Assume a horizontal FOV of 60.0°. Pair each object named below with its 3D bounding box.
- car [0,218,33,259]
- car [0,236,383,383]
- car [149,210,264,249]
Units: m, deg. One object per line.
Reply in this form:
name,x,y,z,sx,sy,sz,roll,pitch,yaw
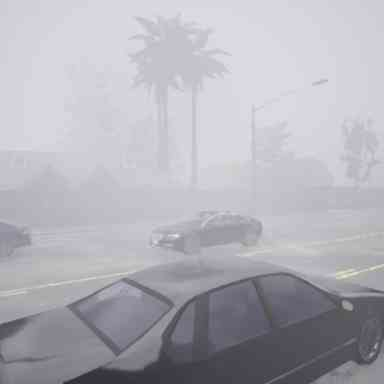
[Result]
car,-7.949,1.554,11.214,4.674,1.442,1.812,-1,0,-36
car,0.447,1.544,4.042,5.357,1.411,2.033,0,0,-36
car,0.701,1.480,13.107,4.902,1.511,2.128,0,0,-36
